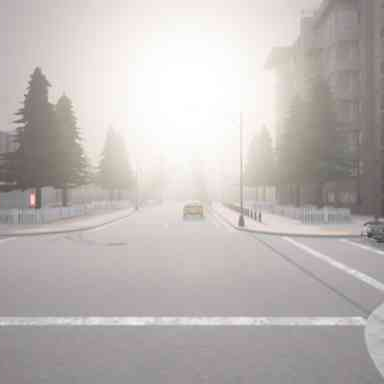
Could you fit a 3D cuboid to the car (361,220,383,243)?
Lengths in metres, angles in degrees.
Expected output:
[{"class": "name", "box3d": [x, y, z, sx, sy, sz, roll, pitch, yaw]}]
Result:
[{"class": "car", "box3d": [9.912, 1.539, 14.169, 4.902, 1.511, 2.128, 0, 0, 4]}]

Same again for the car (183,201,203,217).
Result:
[{"class": "car", "box3d": [0.124, 1.621, 33.454, 1.882, 1.535, 5.008, 0, 0, 0]}]
